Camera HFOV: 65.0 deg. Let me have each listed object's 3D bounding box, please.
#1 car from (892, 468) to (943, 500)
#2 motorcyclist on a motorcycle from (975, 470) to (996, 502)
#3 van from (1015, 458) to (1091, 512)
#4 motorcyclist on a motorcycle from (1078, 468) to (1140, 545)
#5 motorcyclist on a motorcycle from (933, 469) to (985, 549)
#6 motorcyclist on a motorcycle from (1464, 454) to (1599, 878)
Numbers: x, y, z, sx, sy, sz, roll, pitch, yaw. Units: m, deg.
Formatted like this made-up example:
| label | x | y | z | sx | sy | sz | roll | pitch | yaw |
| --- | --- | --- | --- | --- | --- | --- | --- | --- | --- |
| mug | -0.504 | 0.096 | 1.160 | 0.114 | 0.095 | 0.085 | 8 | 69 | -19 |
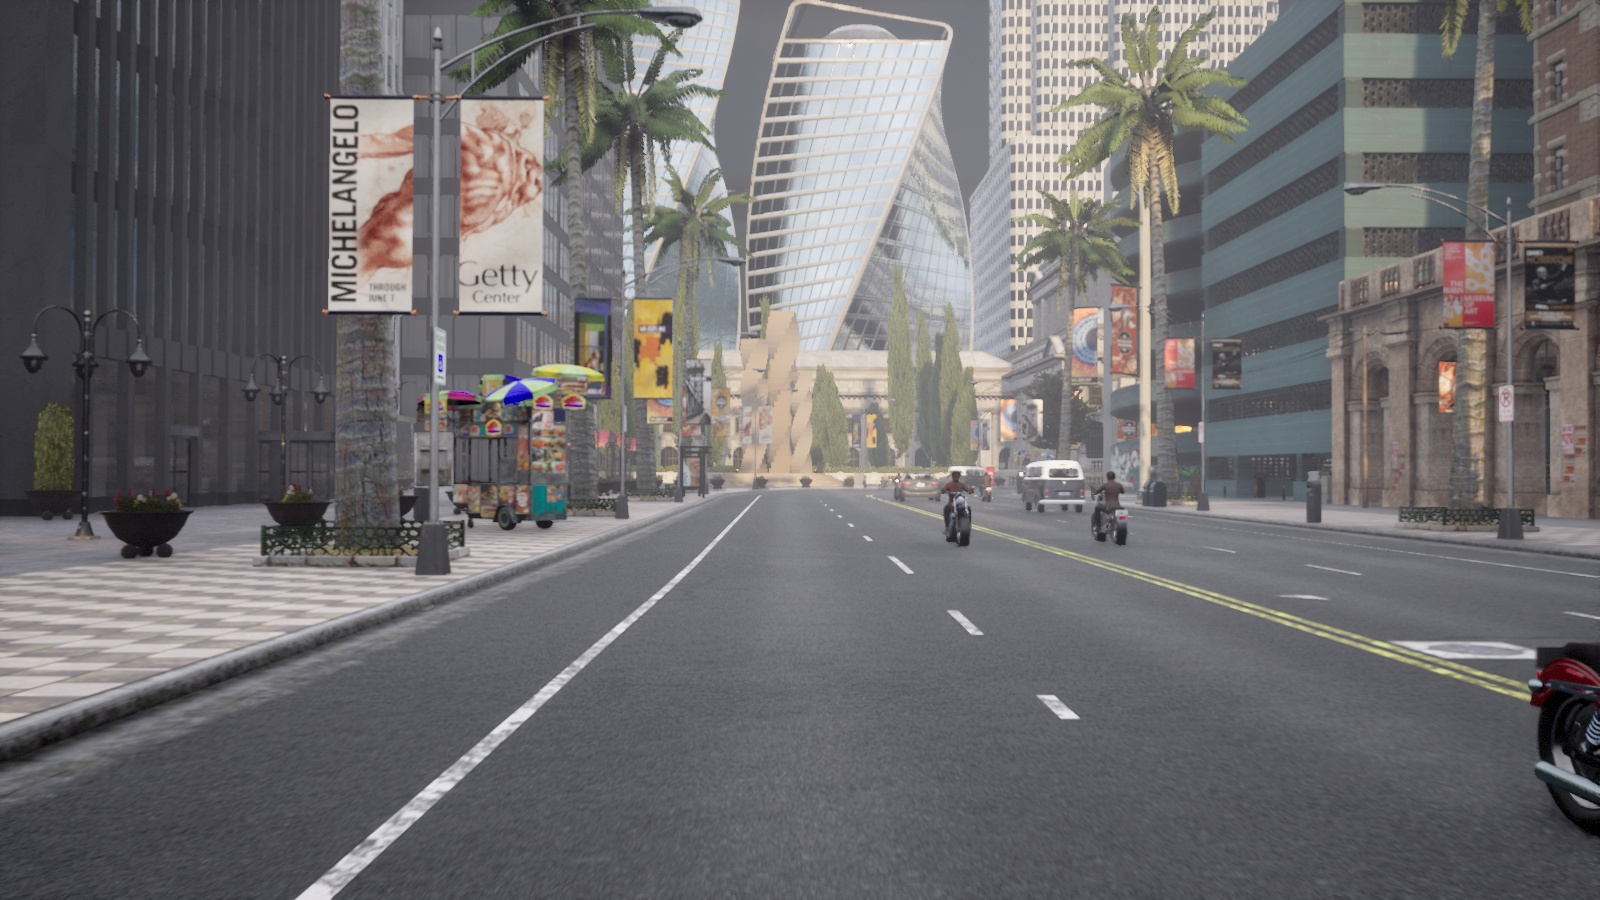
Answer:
| label | x | y | z | sx | sy | sz | roll | pitch | yaw |
| --- | --- | --- | --- | --- | --- | --- | --- | --- | --- |
| car | 6.343 | 1.842 | 68.353 | 2.242 | 1.667 | 4.611 | 0 | -1 | -1 |
| motorcyclist on a motorcycle | 9.863 | 1.908 | 66.857 | 0.766 | 1.649 | 2.350 | 0 | -1 | -1 |
| van | 10.082 | 1.387 | 50.296 | 2.069 | 2.038 | 4.480 | 0 | -1 | -1 |
| motorcyclist on a motorcycle | 6.878 | 1.235 | 28.107 | 0.766 | 1.649 | 2.350 | 0 | -1 | -1 |
| motorcyclist on a motorcycle | 3.392 | 1.230 | 26.986 | 0.766 | 1.649 | 2.350 | 0 | -1 | -1 |
| motorcyclist on a motorcycle | 3.488 | 0.836 | 4.676 | 0.766 | 1.649 | 2.350 | 0 | -1 | 0 |
